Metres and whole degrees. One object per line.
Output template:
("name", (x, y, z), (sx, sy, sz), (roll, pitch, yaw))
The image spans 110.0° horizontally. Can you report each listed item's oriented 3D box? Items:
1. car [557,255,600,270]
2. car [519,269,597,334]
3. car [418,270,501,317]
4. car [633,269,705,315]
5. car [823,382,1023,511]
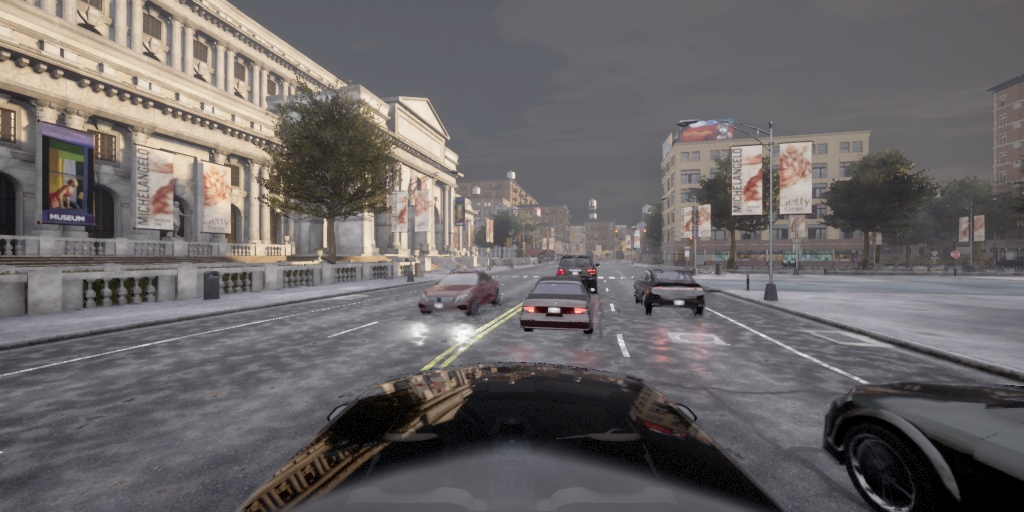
("car", (3.821, 0.971, 20.710), (2.150, 2.045, 5.566), (0, 0, 14))
("car", (1.473, 1.297, 10.734), (2.033, 1.411, 5.357), (0, 0, 11))
("car", (-1.726, 1.276, 13.391), (1.812, 1.442, 4.674), (0, 0, 14))
("car", (5.768, 1.242, 13.596), (2.128, 1.511, 4.902), (0, 0, 13))
("car", (3.793, 1.314, 1.479), (1.994, 1.385, 4.181), (0, 0, 0))
